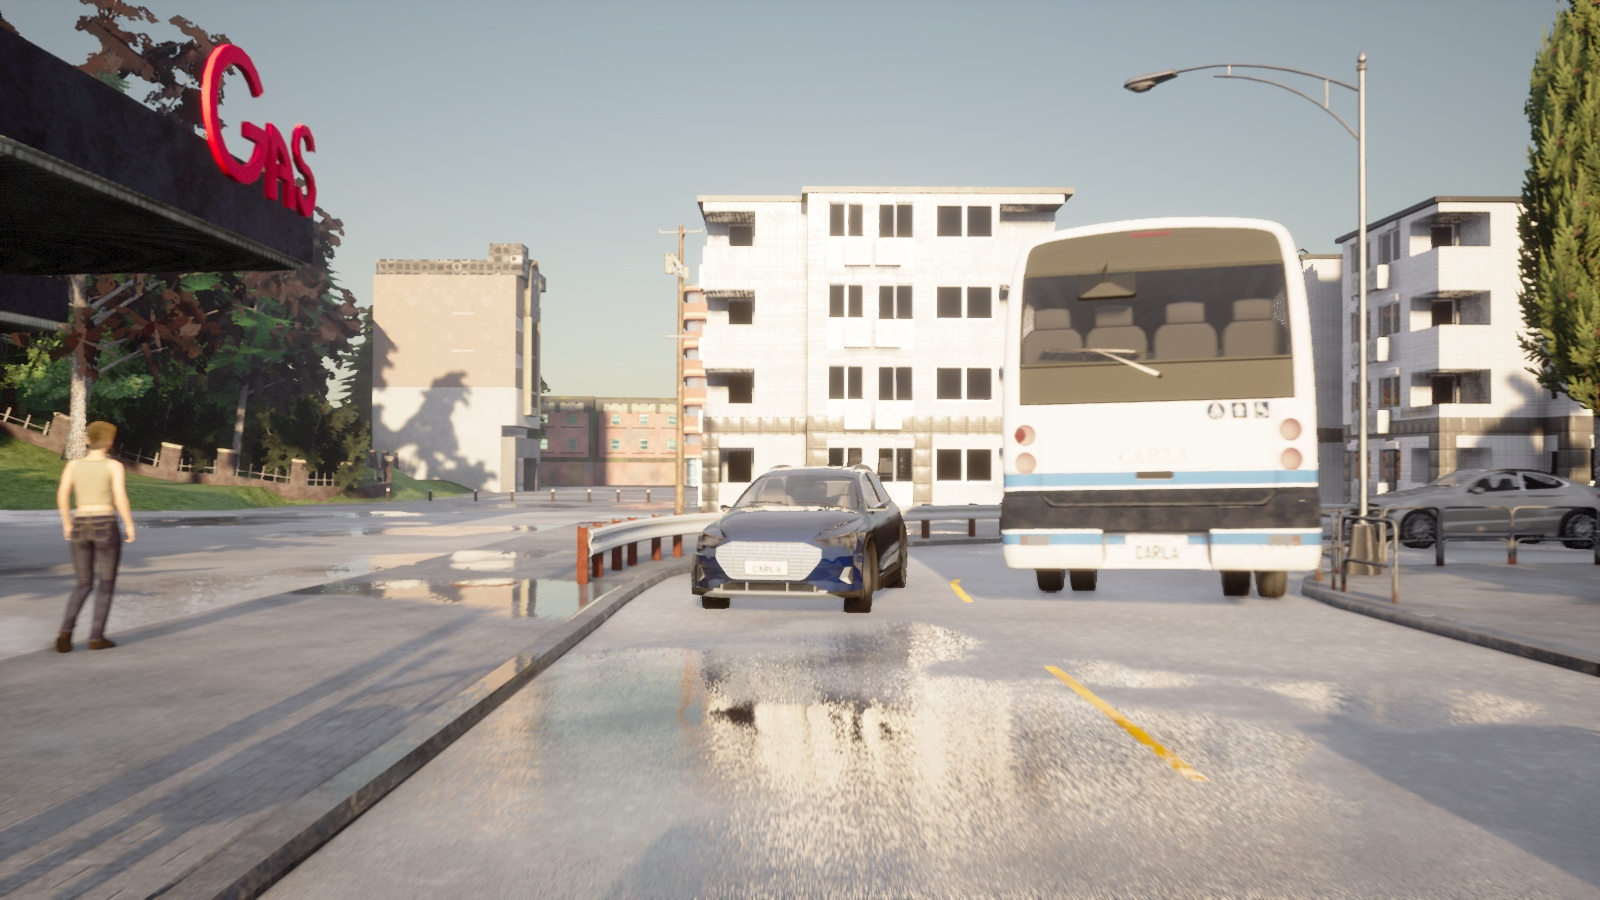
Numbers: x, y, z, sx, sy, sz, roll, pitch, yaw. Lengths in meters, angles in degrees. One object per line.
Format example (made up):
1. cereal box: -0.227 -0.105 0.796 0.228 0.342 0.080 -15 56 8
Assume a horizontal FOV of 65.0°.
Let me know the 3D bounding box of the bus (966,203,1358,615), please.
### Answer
1. bus: 5.274 -0.302 18.443 3.944 4.253 10.273 -2 -1 17

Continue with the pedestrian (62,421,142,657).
1. pedestrian: -5.602 0.699 10.092 0.345 1.836 0.594 0 -1 -5

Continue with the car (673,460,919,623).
1. car: 0.158 0.977 15.337 2.033 1.649 4.856 -1 -1 12

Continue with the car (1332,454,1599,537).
1. car: 14.164 0.939 26.414 5.027 1.651 2.152 0 -1 0
